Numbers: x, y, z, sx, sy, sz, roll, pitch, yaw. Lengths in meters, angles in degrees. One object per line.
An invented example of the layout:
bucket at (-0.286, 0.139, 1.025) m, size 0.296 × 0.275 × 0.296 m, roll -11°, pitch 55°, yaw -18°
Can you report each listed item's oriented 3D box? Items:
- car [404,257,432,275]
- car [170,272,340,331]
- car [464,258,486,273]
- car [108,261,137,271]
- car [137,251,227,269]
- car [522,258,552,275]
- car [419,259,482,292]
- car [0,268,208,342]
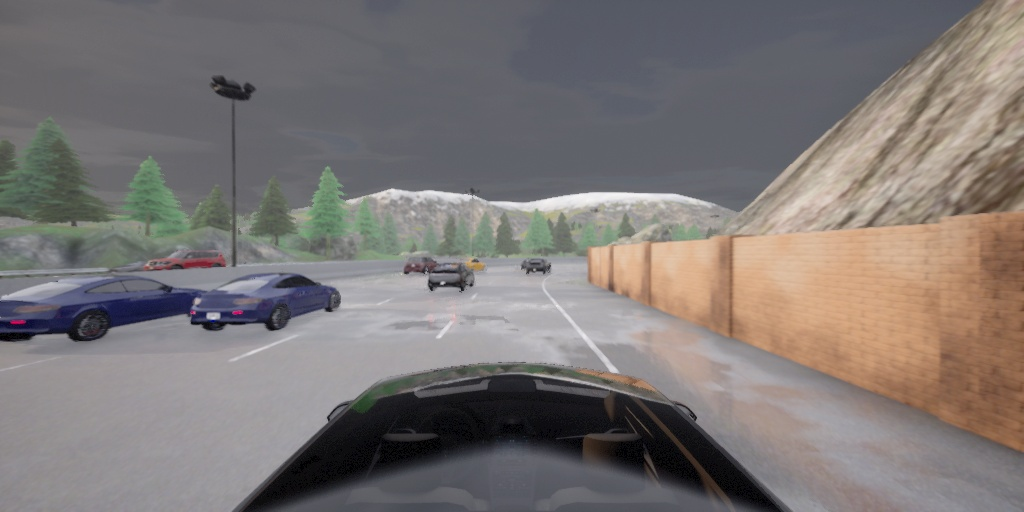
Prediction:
car at (-8.340, 0.838, 34.068) m, size 2.097 × 1.767 × 4.553 m, roll 0°, pitch 0°, yaw 13°
car at (-6.907, 1.203, 10.594) m, size 1.812 × 1.442 × 4.674 m, roll 0°, pitch 0°, yaw 0°
car at (-4.196, 0.951, 35.676) m, size 1.882 × 1.535 × 5.008 m, roll -1°, pitch 0°, yaw 17°
car at (-30.702, 1.086, 29.805) m, size 1.994 × 1.385 × 4.181 m, roll 0°, pitch 0°, yaw 7°
car at (-27.154, 0.550, 30.112) m, size 2.150 × 2.045 × 5.566 m, roll 0°, pitch 0°, yaw 8°
car at (2.660, 0.986, 34.540) m, size 1.837 × 1.490 × 4.892 m, roll -1°, pitch 0°, yaw 15°
car at (-3.224, 1.094, 19.777) m, size 2.128 × 1.511 × 4.902 m, roll 0°, pitch 0°, yaw 3°
car at (-10.406, 1.213, 9.423) m, size 1.812 × 1.442 × 4.674 m, roll 0°, pitch 0°, yaw 0°
